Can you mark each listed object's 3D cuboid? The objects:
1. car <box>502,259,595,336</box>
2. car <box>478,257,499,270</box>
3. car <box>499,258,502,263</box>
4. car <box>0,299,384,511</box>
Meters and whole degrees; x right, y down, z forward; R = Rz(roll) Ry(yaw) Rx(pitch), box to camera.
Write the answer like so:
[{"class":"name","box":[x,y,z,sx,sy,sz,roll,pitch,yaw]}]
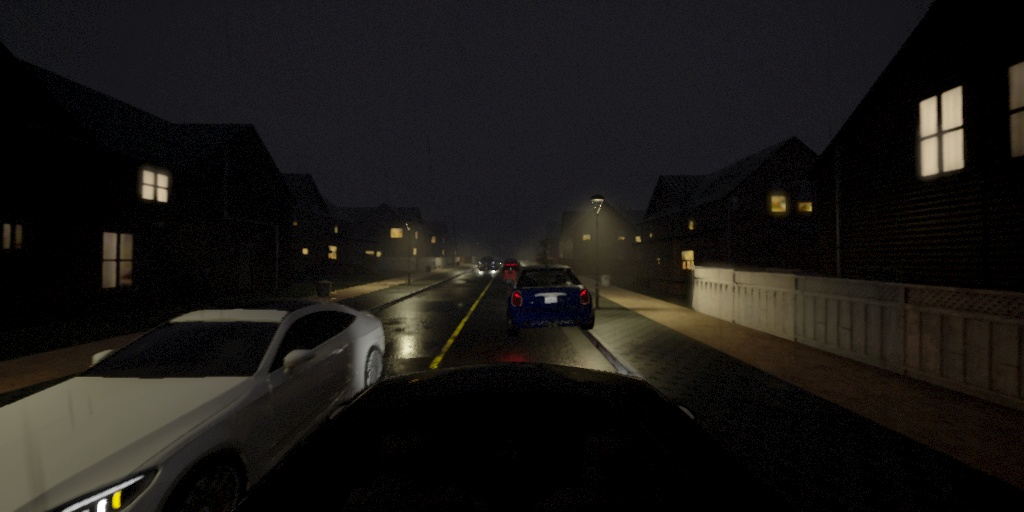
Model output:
[{"class":"car","box":[0.880,1.015,10.350,2.097,1.767,4.553,-2,0,0]},{"class":"car","box":[-3.097,0.855,45.277,2.097,1.767,4.553,0,0,0]},{"class":"car","box":[-0.141,1.038,39.024,1.837,1.490,4.892,0,0,0]},{"class":"car","box":[-2.862,1.262,3.860,1.812,1.442,4.674,0,0,0]}]
